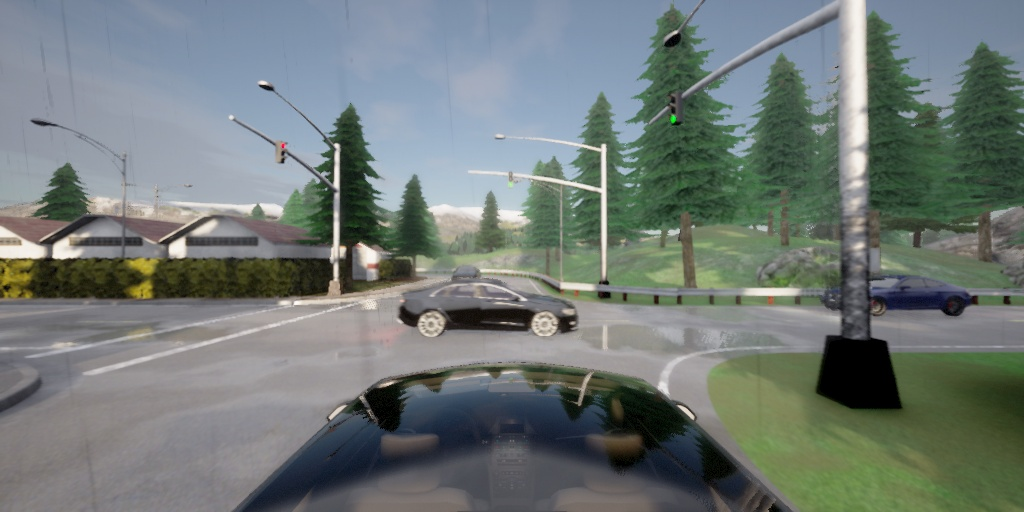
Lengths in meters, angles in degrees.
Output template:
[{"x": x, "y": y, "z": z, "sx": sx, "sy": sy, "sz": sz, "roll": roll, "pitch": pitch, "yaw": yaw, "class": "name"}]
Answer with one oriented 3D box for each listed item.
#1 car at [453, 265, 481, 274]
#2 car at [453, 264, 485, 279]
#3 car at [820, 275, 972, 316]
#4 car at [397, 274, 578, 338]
[{"x": -3.613, "y": 1.565, "z": 28.849, "sx": 1.882, "sy": 1.535, "sz": 5.008, "roll": 0, "pitch": -1, "yaw": 0, "class": "car"}, {"x": -4.906, "y": 1.720, "z": 40.288, "sx": 2.128, "sy": 1.511, "sz": 4.902, "roll": 0, "pitch": -1, "yaw": -24, "class": "car"}, {"x": 14.513, "y": 1.439, "z": 13.655, "sx": 4.674, "sy": 1.442, "sz": 1.812, "roll": 0, "pitch": -1, "yaw": -1, "class": "car"}, {"x": -0.652, "y": 1.405, "z": 9.962, "sx": 4.902, "sy": 1.511, "sz": 2.128, "roll": 1, "pitch": -1, "yaw": 0, "class": "car"}]
